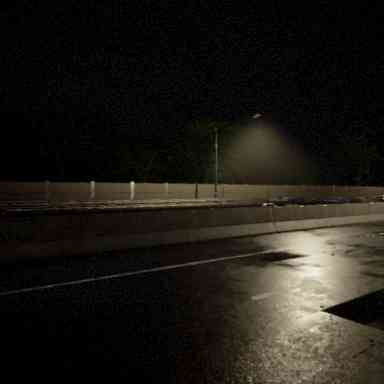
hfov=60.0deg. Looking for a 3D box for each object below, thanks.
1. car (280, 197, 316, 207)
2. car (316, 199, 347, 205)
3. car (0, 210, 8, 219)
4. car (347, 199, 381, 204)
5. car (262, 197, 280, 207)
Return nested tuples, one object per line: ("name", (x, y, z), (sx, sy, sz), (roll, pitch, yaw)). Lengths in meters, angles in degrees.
("car", (12.921, 1.408, 39.061), (4.892, 1.490, 1.837), (0, 0, -36))
("car", (16.310, 1.463, 37.184), (4.181, 1.385, 1.994), (0, 0, -36))
("car", (-13.817, 1.507, 19.930), (4.892, 1.490, 1.837), (0, 0, -35))
("car", (18.386, 1.463, 34.367), (4.181, 1.385, 1.994), (0, 0, -36))
("car", (10.872, 1.394, 41.897), (4.902, 1.511, 2.128), (0, 0, -36))
